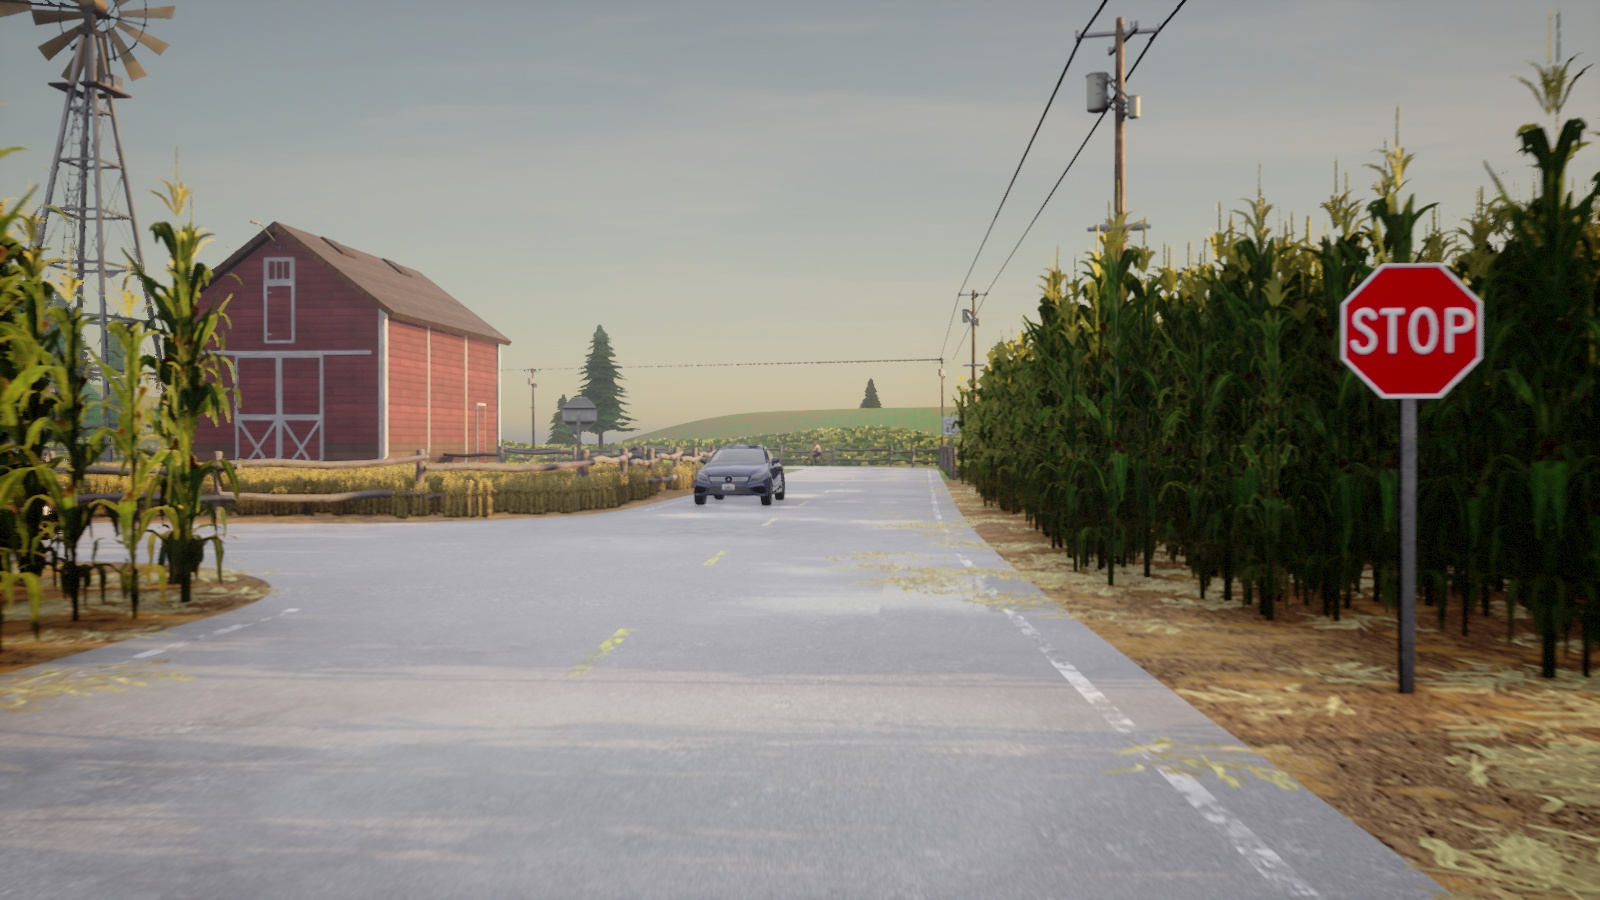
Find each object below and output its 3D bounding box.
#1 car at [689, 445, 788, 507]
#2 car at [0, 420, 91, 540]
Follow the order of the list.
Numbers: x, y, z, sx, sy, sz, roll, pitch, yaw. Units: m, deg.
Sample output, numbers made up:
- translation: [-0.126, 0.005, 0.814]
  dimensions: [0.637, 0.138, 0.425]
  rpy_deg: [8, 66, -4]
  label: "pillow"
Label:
- translation: [-1.443, 0.591, 31.443]
  dimensions: [1.812, 1.442, 4.674]
  rpy_deg: [0, 0, 6]
  label: "car"
- translation: [-13.456, 0.409, 18.385]
  dimensions: [5.027, 1.651, 2.152]
  rpy_deg: [0, 0, 5]
  label: "car"
